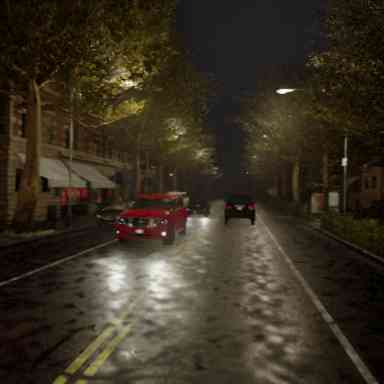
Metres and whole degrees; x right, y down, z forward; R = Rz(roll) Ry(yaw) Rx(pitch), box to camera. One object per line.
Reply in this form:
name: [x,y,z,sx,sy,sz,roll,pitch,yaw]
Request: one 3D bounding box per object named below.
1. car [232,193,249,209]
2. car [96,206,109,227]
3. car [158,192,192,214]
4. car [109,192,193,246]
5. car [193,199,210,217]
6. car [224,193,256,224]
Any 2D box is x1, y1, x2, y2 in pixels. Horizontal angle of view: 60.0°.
car: [6.560,1.167,45.225,2.150,2.045,5.566,1,0,8]
car: [-4.323,1.295,20.873,2.231,1.521,4.892,1,0,8]
car: [-1.651,1.039,35.001,2.435,2.045,5.566,1,0,8]
car: [-1.574,1.119,15.248,2.150,2.045,5.566,1,0,9]
car: [0.606,1.408,29.991,1.812,1.442,4.674,1,1,8]
car: [3.581,1.190,24.873,2.150,2.045,5.566,1,0,8]
